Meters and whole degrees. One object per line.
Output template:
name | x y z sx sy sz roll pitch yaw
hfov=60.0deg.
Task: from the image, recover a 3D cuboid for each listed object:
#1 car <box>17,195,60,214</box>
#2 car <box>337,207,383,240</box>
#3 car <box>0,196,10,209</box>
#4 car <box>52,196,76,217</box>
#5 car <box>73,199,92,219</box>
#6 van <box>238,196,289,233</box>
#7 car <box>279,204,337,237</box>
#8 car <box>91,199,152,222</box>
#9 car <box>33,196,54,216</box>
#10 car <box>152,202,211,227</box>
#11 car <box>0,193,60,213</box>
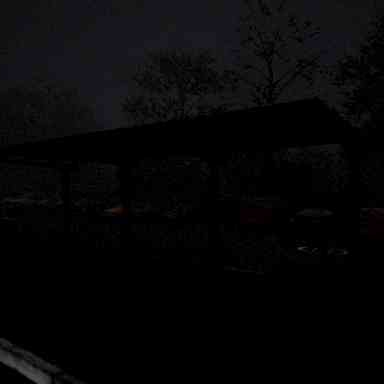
car | -13.735 1.360 32.390 2.097 1.535 5.008 0 0 35
car | 8.915 1.500 16.346 2.097 1.535 5.008 0 0 35
car | -25.082 1.307 40.378 2.163 1.488 4.792 1 0 35
car | -9.203 1.389 29.183 2.231 1.521 4.892 0 0 35
car | -6.925 1.431 27.599 2.163 1.488 4.792 0 0 35
van | 4.454 1.246 19.652 1.878 1.987 4.442 0 0 35
car | 6.649 1.526 17.953 2.002 1.452 4.674 0 0 35
car | -4.784 1.413 25.820 1.946 1.575 5.366 0 0 35
car | -11.469 1.374 30.786 2.097 1.535 5.008 0 0 35
car | -0.161 1.473 22.741 2.163 1.488 4.792 0 0 35
car | -16.020 1.095 33.965 2.435 2.045 5.566 0 0 35
